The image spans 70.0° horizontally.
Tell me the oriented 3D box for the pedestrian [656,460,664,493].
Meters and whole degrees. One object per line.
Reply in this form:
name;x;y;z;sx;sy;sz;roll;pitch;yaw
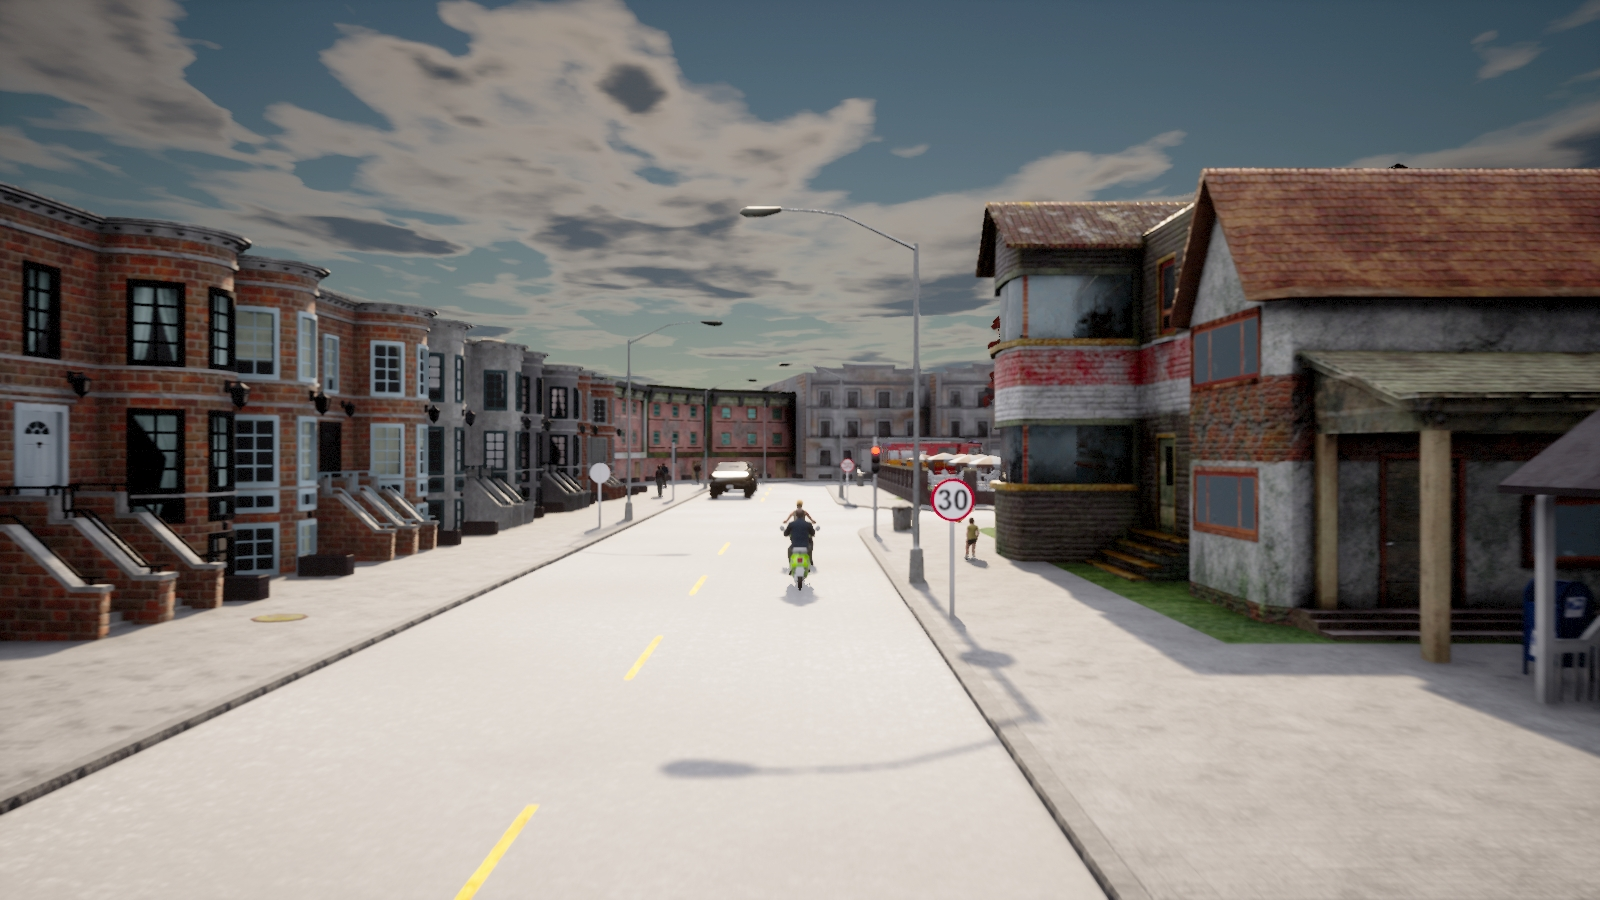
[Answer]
pedestrian;-7.949;1.514;64.898;0.375;1.860;0.375;0;0;17

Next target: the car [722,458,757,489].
car;-4.052;1.560;77.651;2.150;2.045;5.566;0;0;0

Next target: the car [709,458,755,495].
car;-3.994;1.534;68.291;2.390;2.098;6.274;0;0;0

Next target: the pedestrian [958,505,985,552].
pedestrian;4.173;1.904;27.841;0.500;1.100;0.500;0;0;-12
